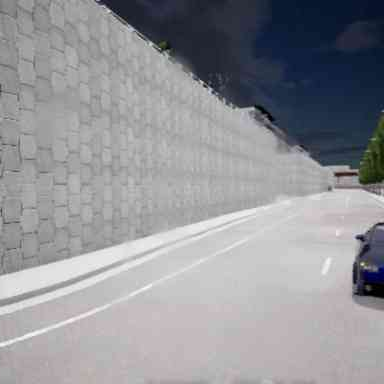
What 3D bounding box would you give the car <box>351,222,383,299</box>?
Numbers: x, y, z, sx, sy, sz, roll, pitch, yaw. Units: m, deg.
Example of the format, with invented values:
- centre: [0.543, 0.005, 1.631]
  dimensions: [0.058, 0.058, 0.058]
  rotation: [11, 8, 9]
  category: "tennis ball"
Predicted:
- centre: [4.761, 1.399, 7.511]
  dimensions: [1.994, 1.385, 4.181]
  rotation: [-1, 1, 27]
  category: "car"
